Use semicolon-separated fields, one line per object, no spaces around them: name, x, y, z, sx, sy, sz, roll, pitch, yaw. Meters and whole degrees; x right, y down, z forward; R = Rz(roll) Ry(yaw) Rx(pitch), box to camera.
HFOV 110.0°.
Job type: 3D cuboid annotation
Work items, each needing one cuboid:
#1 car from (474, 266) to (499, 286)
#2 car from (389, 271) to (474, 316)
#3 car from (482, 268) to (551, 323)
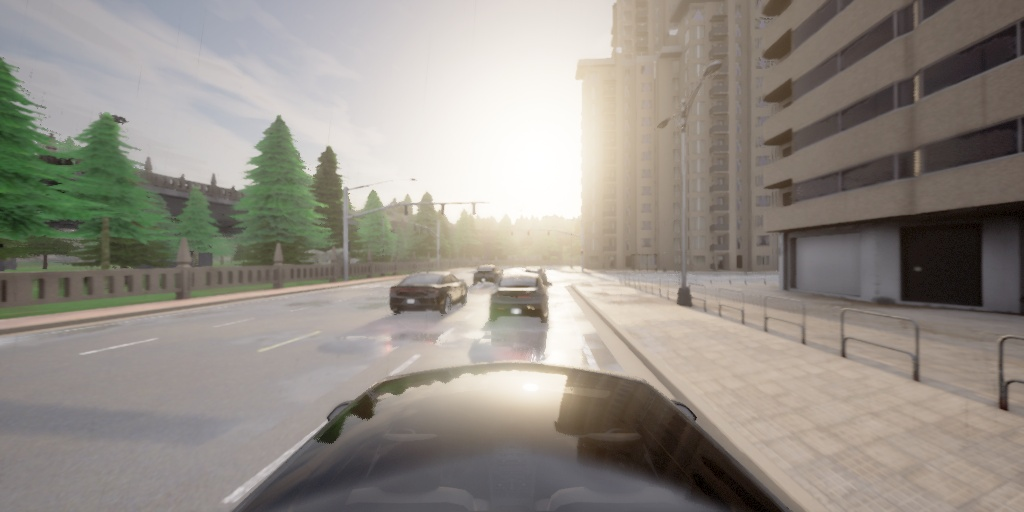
car;-1.796;1.471;27.975;1.837;1.490;4.892;0;0;6
car;-3.034;1.328;14.050;1.882;1.535;5.008;0;0;6
car;0.353;1.346;12.706;1.837;1.490;4.892;0;0;6
